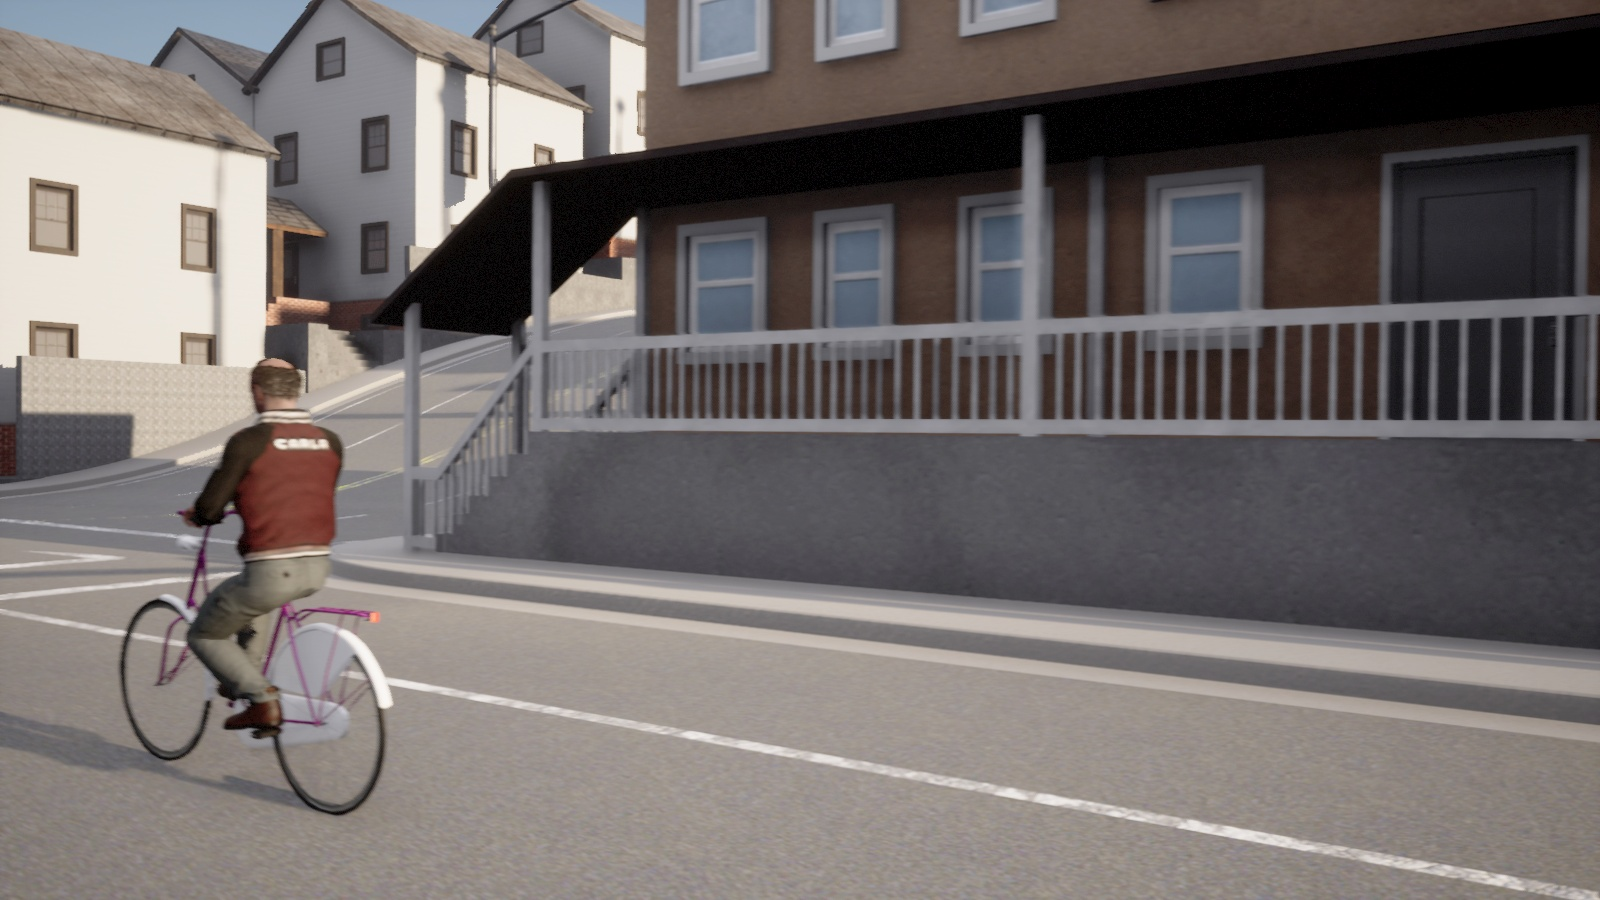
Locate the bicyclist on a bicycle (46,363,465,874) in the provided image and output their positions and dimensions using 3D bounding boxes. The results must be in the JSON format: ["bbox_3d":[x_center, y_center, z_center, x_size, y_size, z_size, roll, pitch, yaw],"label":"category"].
[{"bbox_3d":[-2.268,0.550,5.128,1.843,1.776,0.659,3,2,34],"label":"bicyclist on a bicycle"}]
